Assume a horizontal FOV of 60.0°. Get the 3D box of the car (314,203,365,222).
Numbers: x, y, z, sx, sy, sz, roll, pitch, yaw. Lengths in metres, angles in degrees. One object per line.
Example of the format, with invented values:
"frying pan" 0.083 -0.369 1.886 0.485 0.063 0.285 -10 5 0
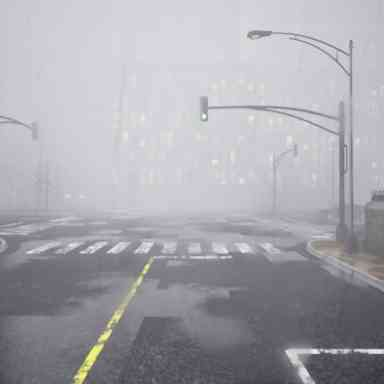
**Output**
"car" 13.153 1.747 29.001 4.892 1.490 1.837 1 0 -1
